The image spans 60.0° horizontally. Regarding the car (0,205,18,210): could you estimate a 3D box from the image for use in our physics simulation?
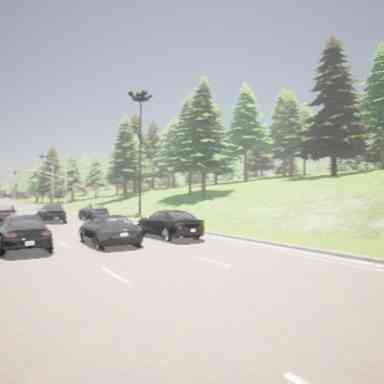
[{"bbox_3d":[-14.784,1.761,26.136,2.128,1.511,4.902,1,-1,-32],"label":"car"}]

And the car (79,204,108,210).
[{"bbox_3d":[-8.869,1.816,29.877,2.128,1.511,4.902,1,-1,-32],"label":"car"}]

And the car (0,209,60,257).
[{"bbox_3d":[-6.975,1.670,13.793,1.812,1.442,4.674,1,-1,-32],"label":"car"}]

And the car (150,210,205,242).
[{"bbox_3d":[-1.247,1.680,17.838,1.882,1.535,5.008,1,0,-32],"label":"car"}]

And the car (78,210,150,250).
[{"bbox_3d":[-3.833,1.733,15.363,1.994,1.385,4.181,1,-1,-32],"label":"car"}]

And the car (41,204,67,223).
[{"bbox_3d":[-11.837,1.803,28.023,1.837,1.490,4.892,1,0,-32],"label":"car"}]
